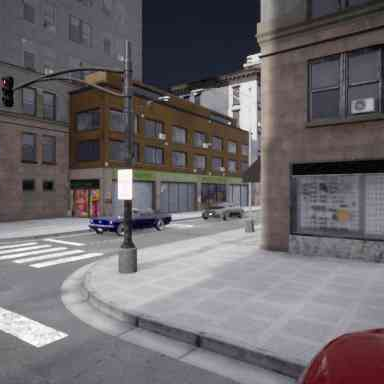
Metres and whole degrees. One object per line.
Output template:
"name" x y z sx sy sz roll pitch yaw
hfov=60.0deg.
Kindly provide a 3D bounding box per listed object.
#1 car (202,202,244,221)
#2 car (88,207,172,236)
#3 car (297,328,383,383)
"car" 2.514 1.456 26.370 1.994 1.385 4.181 0 0 35
"car" -3.257 1.535 18.172 1.895 1.301 4.718 0 0 35
"car" 2.732 1.315 0.876 5.009 1.841 2.192 0 0 35
